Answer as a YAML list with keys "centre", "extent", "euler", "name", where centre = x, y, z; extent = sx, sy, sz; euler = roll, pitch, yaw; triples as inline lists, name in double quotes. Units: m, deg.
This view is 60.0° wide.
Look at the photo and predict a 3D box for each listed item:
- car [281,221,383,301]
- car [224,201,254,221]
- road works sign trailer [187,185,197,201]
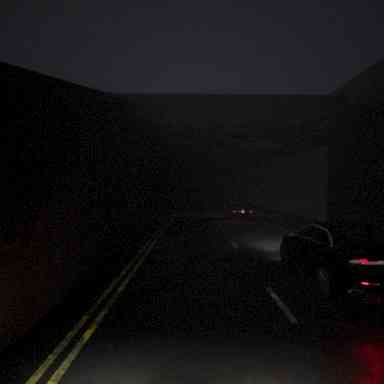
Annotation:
- centre: [3.594, 1.457, 8.192]
  extent: [2.128, 1.511, 4.902]
  euler: [0, 0, 0]
  name: "car"
- centre: [3.604, 1.443, 26.153]
  extent: [2.033, 1.411, 5.357]
  euler: [0, 0, 0]
  name: "car"
- centre: [0.013, 0.156, 77.125]
  extent: [2.380, 3.560, 2.880]
  euler: [0, 0, 0]
  name: "road works sign trailer"
